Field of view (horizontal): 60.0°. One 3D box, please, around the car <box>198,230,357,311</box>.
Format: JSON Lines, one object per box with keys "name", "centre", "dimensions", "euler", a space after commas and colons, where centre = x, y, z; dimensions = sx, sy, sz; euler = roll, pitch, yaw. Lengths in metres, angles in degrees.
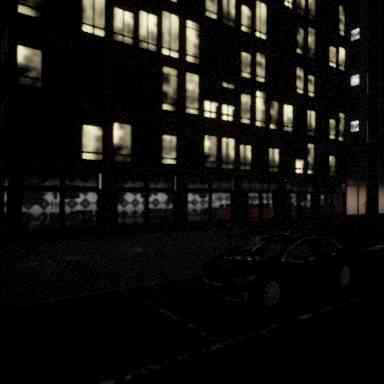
{"name": "car", "centre": [2.155, 1.613, 7.825], "dimensions": [4.403, 1.369, 2.008], "euler": [1, -1, -36]}
